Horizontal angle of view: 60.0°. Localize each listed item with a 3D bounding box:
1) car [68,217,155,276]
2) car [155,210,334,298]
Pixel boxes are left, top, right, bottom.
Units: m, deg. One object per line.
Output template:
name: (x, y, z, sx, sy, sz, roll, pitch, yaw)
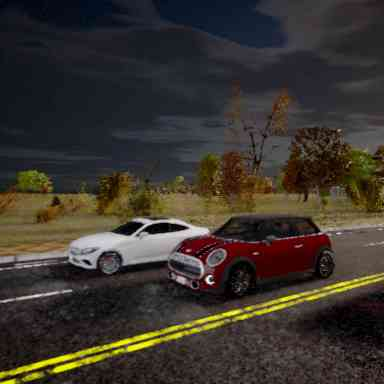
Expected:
car: (-1.430, 1.544, 10.536, 4.674, 1.442, 1.812, 1, 0, -35)
car: (1.623, 1.387, 8.700, 4.553, 1.767, 2.097, 1, 0, -34)
